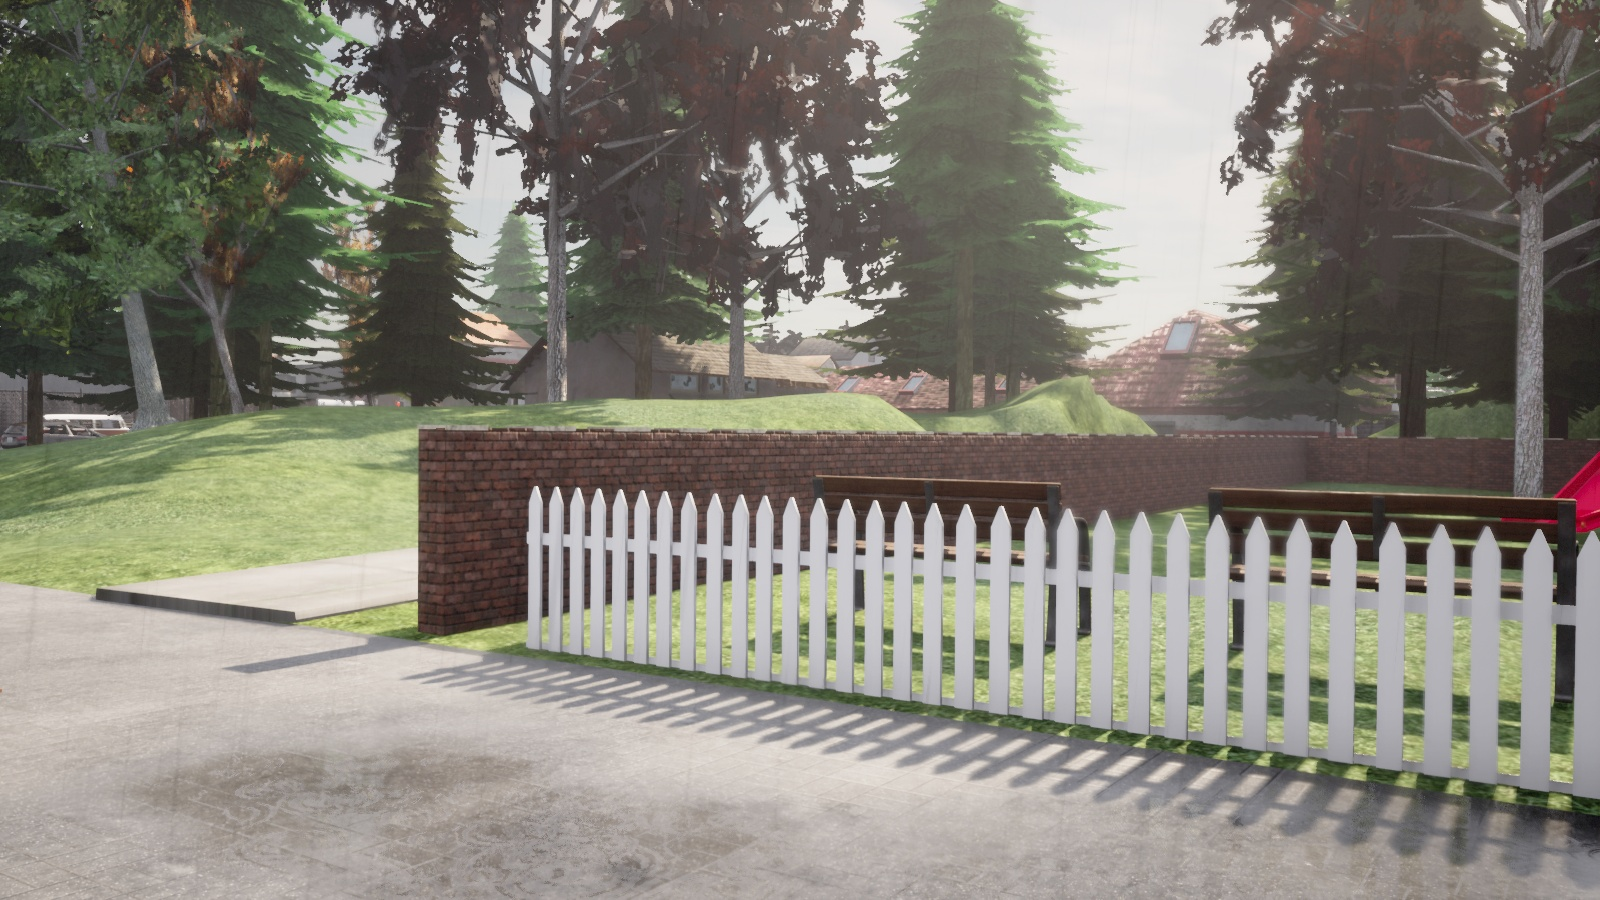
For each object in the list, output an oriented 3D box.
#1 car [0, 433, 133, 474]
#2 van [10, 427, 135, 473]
[{"bbox_3d":[-31.537,0.122,53.893,2.242,1.667,4.611,0,1,33],"label":"car"},{"bbox_3d":[-33.573,-0.037,58.064,2.069,2.038,4.480,0,1,34],"label":"van"}]
